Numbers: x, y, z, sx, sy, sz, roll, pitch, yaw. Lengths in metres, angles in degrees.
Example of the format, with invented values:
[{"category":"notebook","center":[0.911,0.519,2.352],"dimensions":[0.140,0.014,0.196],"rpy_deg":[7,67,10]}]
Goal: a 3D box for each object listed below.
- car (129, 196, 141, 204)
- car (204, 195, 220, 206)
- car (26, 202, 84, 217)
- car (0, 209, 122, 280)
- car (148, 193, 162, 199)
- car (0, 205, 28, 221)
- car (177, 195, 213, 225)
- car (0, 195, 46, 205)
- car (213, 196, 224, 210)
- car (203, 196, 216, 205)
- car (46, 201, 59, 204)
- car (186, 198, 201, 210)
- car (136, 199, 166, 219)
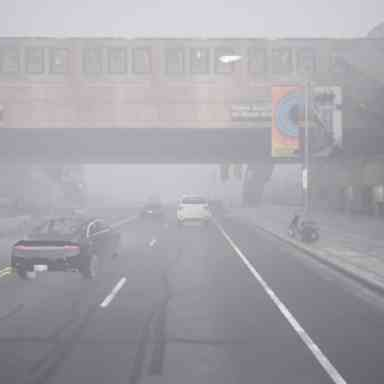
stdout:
[{"category":"car","center":[-10.333,1.560,61.806],"dimensions":[1.812,1.442,4.674],"rpy_deg":[0,0,0]},{"category":"car","center":[3.200,1.346,54.238],"dimensions":[2.185,1.767,4.553],"rpy_deg":[0,0,0]},{"category":"car","center":[-7.083,1.524,18.565],"dimensions":[1.812,1.442,4.674],"rpy_deg":[0,0,0]},{"category":"car","center":[-3.398,1.490,9.898],"dimensions":[2.128,1.511,4.902],"rpy_deg":[0,0,0]},{"category":"car","center":[-6.834,1.303,61.773],"dimensions":[2.150,2.045,5.566],"rpy_deg":[0,0,0]},{"category":"car","center":[-10.593,1.599,17.756],"dimensions":[1.895,1.301,4.718],"rpy_deg":[0,0,0]},{"category":"car","center":[0.111,1.218,24.039],"dimensions":[2.150,2.045,5.566],"rpy_deg":[0,0,0]},{"category":"car","center":[-13.543,1.226,24.851],"dimensions":[2.435,2.045,5.566],"rpy_deg":[0,0,0]},{"category":"car","center":[3.157,1.475,43.462],"dimensions":[2.231,1.521,4.892],"rpy_deg":[0,0,10]},{"category":"car","center":[3.066,1.471,60.663],"dimensions":[2.097,1.535,5.008],"rpy_deg":[0,0,0]},{"category":"car","center":[-13.582,1.592,32.247],"dimensions":[1.895,1.301,4.718],"rpy_deg":[0,0,0]},{"category":"car","center":[0.242,1.499,43.112],"dimensions":[1.837,1.490,4.892],"rpy_deg":[0,0,0]},{"category":"car","center":[-3.355,1.560,28.958],"dimensions":[1.994,1.385,4.181],"rpy_deg":[0,0,0]}]
